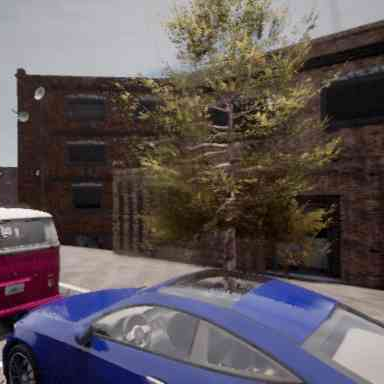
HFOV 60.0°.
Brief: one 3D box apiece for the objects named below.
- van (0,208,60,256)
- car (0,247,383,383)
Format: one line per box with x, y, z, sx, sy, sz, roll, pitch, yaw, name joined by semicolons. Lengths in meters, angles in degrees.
-4.548;1.271;6.497;4.442;1.987;1.878;0;0;36;van
0.046;1.524;3.219;4.674;1.452;2.002;0;0;36;car
